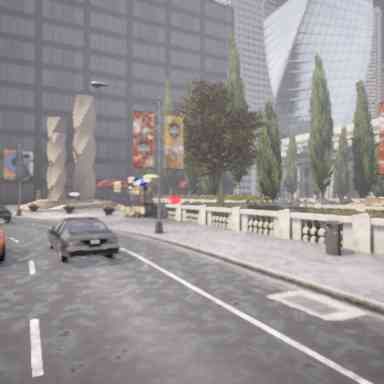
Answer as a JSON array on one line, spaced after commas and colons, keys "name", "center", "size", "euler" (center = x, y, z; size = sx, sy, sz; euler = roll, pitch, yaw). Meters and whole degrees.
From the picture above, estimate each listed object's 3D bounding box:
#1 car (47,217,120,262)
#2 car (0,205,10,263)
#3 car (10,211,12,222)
[{"name": "car", "center": [-4.339, 1.661, 12.836], "size": [2.033, 1.411, 5.357], "euler": [0, -1, -29]}, {"name": "car", "center": [-7.922, 1.454, 11.939], "size": [2.097, 1.767, 4.553], "euler": [0, -1, -31]}, {"name": "car", "center": [-16.048, 1.732, 26.278], "size": [4.892, 1.490, 1.837], "euler": [0, 0, 37]}]
